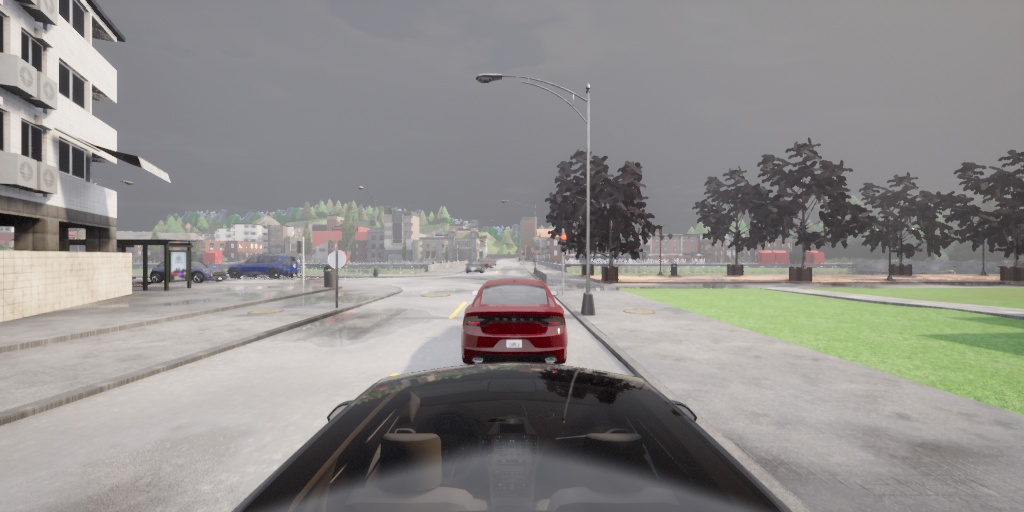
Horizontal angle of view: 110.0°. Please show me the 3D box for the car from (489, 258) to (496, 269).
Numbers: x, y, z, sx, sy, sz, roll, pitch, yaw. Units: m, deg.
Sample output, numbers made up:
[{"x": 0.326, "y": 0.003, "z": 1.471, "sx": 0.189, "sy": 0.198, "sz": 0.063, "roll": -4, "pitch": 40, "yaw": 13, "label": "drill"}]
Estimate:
[{"x": -4.082, "y": 1.103, "z": 55.255, "sx": 2.097, "sy": 1.767, "sz": 4.553, "roll": 0, "pitch": 0, "yaw": 0, "label": "car"}]

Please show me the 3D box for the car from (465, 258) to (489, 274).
[{"x": -4.094, "y": 1.241, "z": 40.294, "sx": 2.128, "sy": 1.511, "sz": 4.902, "roll": 0, "pitch": 0, "yaw": 0, "label": "car"}]

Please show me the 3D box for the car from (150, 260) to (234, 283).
[{"x": -24.140, "y": 1.102, "z": 26.911, "sx": 4.553, "sy": 1.767, "sz": 2.097, "roll": 0, "pitch": 0, "yaw": 0, "label": "car"}]

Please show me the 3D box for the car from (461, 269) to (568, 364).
[{"x": 0.054, "y": 1.228, "z": 8.115, "sx": 1.882, "sy": 1.535, "sz": 5.008, "roll": 0, "pitch": 0, "yaw": 0, "label": "car"}]

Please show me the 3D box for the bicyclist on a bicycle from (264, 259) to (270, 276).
[{"x": -24.021, "y": 1.099, "z": 35.307, "sx": 0.582, "sy": 1.620, "sz": 1.656, "roll": 0, "pitch": 0, "yaw": 0, "label": "bicyclist on a bicycle"}]

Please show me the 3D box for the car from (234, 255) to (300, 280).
[{"x": -21.409, "y": 0.971, "z": 31.011, "sx": 5.566, "sy": 2.045, "sz": 2.150, "roll": 0, "pitch": 0, "yaw": 1, "label": "car"}]
